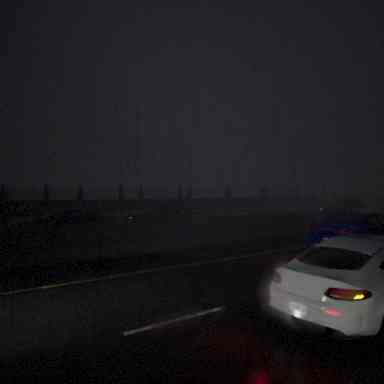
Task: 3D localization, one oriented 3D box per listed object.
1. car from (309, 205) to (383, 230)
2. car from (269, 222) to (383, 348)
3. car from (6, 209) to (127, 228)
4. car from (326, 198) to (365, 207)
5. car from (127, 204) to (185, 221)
[{"bbox_3d":[6.561,1.475,12.830,5.008,1.535,1.882,0,0,-36],"label":"car"},{"bbox_3d":[3.415,1.525,6.203,4.674,1.442,1.812,0,0,-36],"label":"car"},{"bbox_3d":[-6.325,1.547,16.690,5.357,1.411,2.033,0,0,-36],"label":"car"},{"bbox_3d":[11.759,1.347,25.697,4.553,1.767,2.097,0,0,-37],"label":"car"},{"bbox_3d":[-2.564,1.562,23.744,4.181,1.385,1.994,0,0,-36],"label":"car"}]
